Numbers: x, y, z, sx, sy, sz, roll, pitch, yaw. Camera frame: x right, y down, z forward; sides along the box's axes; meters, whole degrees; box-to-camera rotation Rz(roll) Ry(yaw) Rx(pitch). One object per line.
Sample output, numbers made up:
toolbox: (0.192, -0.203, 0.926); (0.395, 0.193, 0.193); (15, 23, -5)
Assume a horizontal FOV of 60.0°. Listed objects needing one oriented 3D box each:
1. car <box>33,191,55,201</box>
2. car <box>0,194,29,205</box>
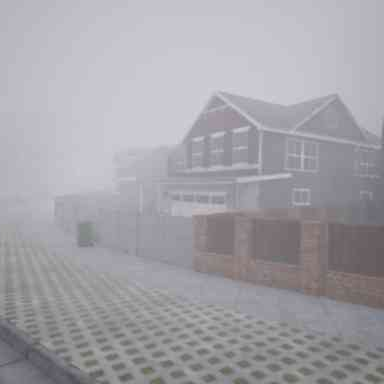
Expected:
car: (-24.136, 0.601, 54.270); (1.812, 1.442, 4.674); (2, 2, 1)
car: (-23.418, 0.972, 44.183); (1.895, 1.301, 4.718); (2, 1, -5)
